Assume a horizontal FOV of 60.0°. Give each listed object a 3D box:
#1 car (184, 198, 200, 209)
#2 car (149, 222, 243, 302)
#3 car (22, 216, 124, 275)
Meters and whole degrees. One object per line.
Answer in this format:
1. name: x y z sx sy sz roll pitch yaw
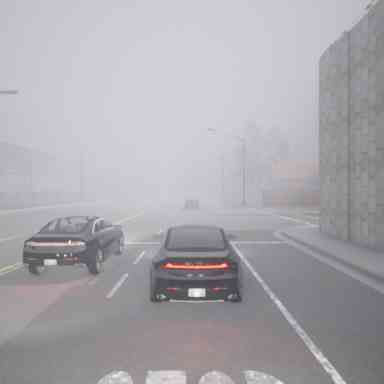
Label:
1. car: -0.022 1.470 44.189 2.128 1.511 4.902 0 0 0
2. car: 0.079 1.501 8.200 1.837 1.490 4.892 0 0 0
3. car: -3.429 1.486 10.468 2.128 1.511 4.902 0 0 0
